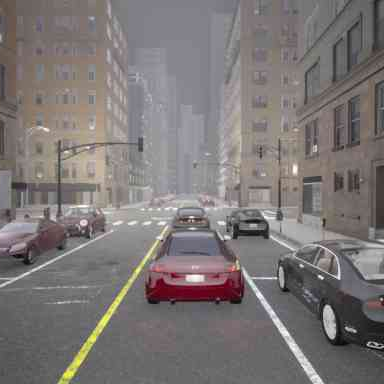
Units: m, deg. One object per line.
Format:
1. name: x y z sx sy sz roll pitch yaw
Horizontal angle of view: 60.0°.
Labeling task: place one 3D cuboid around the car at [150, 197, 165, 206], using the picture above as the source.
1. car: -5.903 1.617 54.221 1.802 1.307 4.206 0 0 0

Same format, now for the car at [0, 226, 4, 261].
1. car: -5.697 1.566 6.115 1.947 1.339 4.313 0 0 0

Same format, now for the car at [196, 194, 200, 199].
1. car: 2.552 1.524 75.886 1.967 1.590 4.097 0 0 0

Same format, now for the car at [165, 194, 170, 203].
1. car: -5.937 1.606 65.037 2.008 1.369 4.403 0 0 0

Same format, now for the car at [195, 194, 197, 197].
1. car: 2.517 1.560 86.704 1.967 1.590 4.097 0 0 0

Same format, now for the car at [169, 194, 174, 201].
1. car: -5.989 1.625 81.093 1.752 1.417 4.829 0 0 0

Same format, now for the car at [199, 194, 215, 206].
1. car: 2.621 1.476 54.250 1.967 1.590 4.097 0 0 0

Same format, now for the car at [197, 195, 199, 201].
1. car: 2.588 1.606 65.068 2.008 1.369 4.403 0 0 0

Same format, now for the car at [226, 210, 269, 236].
1. car: 2.773 1.566 17.160 1.947 1.339 4.313 0 0 0

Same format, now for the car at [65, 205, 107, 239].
1. car: -5.752 1.441 17.118 1.967 1.590 4.097 0 0 0

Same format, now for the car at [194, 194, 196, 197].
1. car: 2.499 1.456 92.113 2.192 1.841 5.009 0 0 0

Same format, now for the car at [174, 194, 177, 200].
1. car: -6.025 1.456 92.081 2.192 1.841 5.009 0 0 0

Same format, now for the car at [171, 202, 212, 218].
1. car: -0.046 1.505 17.069 1.837 1.490 4.892 0 0 0

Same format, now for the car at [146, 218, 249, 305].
1. car: 0.042 1.564 8.156 1.994 1.385 4.181 0 0 -1

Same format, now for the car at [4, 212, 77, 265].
1. car: -5.725 1.582 11.617 1.802 1.307 4.206 0 0 0

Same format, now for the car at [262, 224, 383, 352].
1. car: 2.828 1.551 6.158 2.008 1.369 4.403 0 0 0
